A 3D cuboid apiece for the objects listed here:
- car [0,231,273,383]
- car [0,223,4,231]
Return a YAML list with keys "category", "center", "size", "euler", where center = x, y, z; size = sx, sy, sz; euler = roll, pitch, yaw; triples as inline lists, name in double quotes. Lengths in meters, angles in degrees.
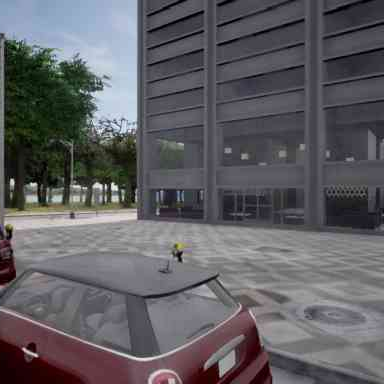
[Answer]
- category: "car"
  center: [-1.287, 1.440, 3.879]
  size: [4.097, 1.590, 1.967]
  euler: [0, 0, 35]
- category: "car"
  center: [-5.715, 1.315, 7.036]
  size: [5.009, 1.841, 2.192]
  euler: [0, 0, 35]
